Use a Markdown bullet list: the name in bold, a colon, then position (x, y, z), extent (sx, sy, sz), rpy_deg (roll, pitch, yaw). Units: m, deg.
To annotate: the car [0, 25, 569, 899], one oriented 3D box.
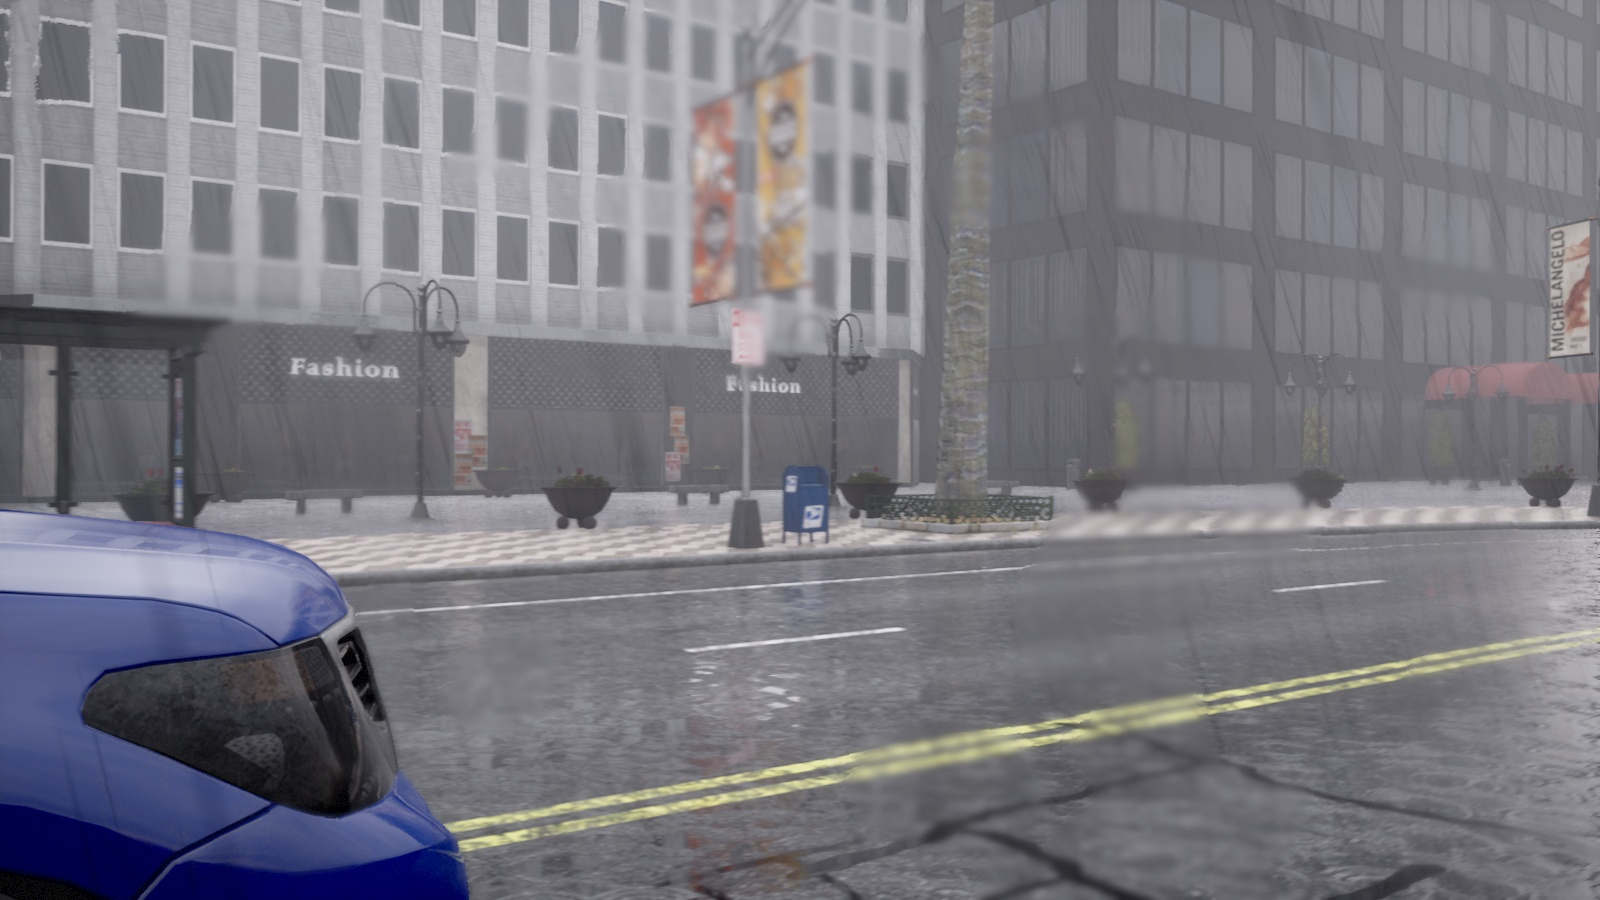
- **car**: position (-3.282, 0.474, 1.375), extent (5.566, 2.045, 2.150), rpy_deg (0, 0, -35)
